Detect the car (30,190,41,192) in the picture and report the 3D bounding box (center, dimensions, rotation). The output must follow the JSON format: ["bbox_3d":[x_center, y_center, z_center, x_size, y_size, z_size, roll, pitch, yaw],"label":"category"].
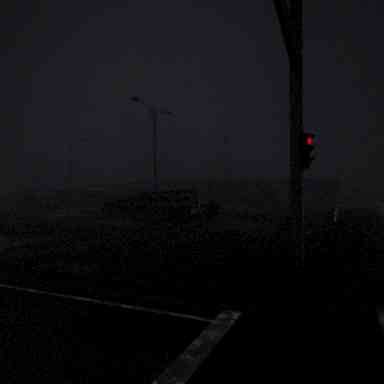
[{"bbox_3d":[-23.866,0.610,48.866,4.605,1.855,1.932,0,1,25],"label":"car"}]

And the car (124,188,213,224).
[{"bbox_3d":[-1.407,0.825,19.828,4.605,1.855,1.932,0,1,25],"label":"car"}]

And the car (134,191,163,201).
[{"bbox_3d":[-6.591,0.583,50.194,3.905,1.438,1.784,0,1,25],"label":"car"}]

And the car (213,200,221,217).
[{"bbox_3d":[-0.144,0.768,22.432,3.866,1.878,1.905,0,1,25],"label":"car"}]

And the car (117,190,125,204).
[{"bbox_3d":[-7.866,0.433,47.588,4.605,1.855,1.932,0,1,25],"label":"car"}]

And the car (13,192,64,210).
[{"bbox_3d":[-14.864,1.024,32.217,3.806,1.475,1.970,0,1,25],"label":"car"}]

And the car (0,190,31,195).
[{"bbox_3d":[-24.942,0.876,46.412,3.905,1.438,1.784,0,1,25],"label":"car"}]

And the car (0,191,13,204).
[{"bbox_3d":[-26.156,0.968,43.785,3.806,1.475,1.970,0,1,25],"label":"car"}]

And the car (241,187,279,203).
[{"bbox_3d":[8.048,0.362,40.259,3.866,1.878,1.905,0,1,25],"label":"car"}]
